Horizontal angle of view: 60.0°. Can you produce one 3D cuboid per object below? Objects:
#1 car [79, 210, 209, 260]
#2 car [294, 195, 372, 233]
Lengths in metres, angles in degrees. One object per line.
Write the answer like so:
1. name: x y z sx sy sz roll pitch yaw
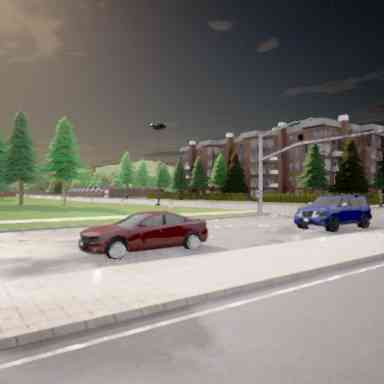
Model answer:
1. car: -1.663 1.470 12.585 5.008 1.535 1.882 0 0 -35
2. car: 8.530 1.198 19.898 5.566 2.045 2.150 0 0 -35
